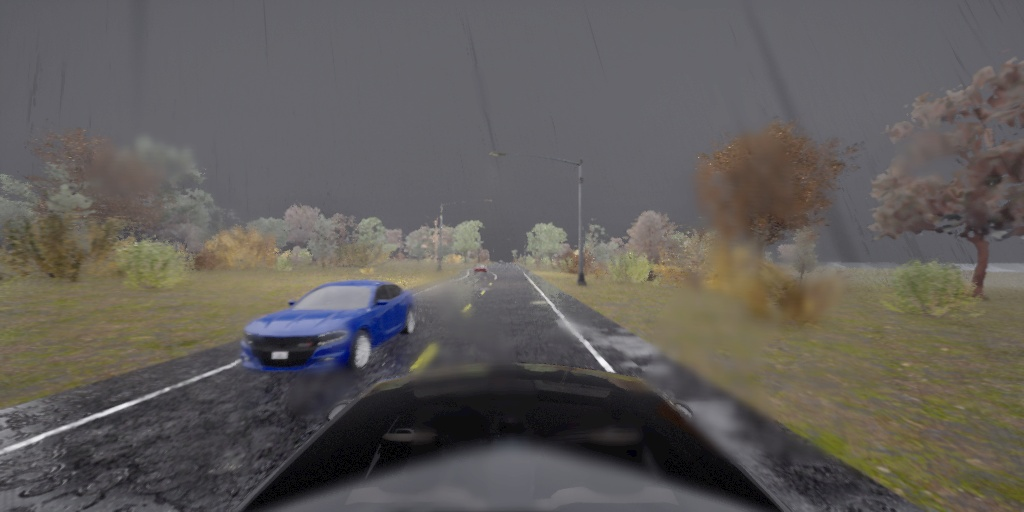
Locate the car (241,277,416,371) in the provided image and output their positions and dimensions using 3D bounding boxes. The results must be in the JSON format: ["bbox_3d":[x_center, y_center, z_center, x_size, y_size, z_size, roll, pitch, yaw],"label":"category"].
[{"bbox_3d":[-3.599,1.291,8.059,1.882,1.535,5.008,0,-1,0],"label":"car"}]

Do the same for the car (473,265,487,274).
[{"bbox_3d":[-4.374,1.857,49.532,1.895,1.301,4.718,0,-1,-6],"label":"car"}]
